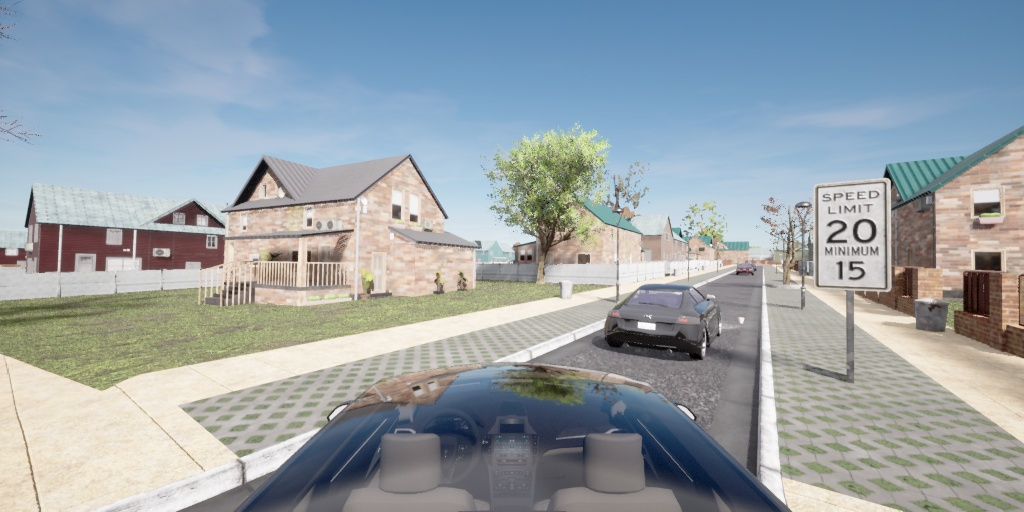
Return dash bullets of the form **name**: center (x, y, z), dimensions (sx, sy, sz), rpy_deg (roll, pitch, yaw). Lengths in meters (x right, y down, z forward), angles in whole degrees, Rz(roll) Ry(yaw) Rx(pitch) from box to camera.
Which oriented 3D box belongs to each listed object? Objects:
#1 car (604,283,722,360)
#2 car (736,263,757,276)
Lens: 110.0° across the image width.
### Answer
- **car**: center (3.801, 1.360, 8.705), dimensions (1.994, 1.385, 4.181), rpy_deg (0, 0, 35)
- **car**: center (28.794, 1.633, 44.233), dimensions (2.033, 1.411, 5.357), rpy_deg (0, 0, 35)
